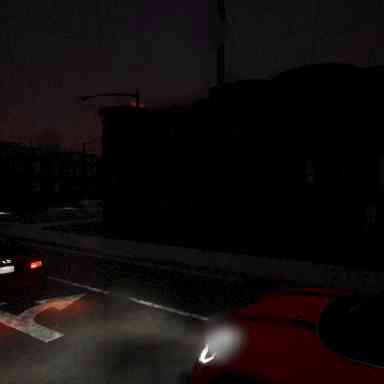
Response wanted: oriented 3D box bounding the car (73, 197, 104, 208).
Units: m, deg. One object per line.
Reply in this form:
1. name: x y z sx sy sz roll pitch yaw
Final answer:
1. car: -14.964 1.526 48.127 1.812 1.442 4.674 0 0 35

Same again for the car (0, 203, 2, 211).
1. car: -20.925 1.547 39.837 2.033 1.411 5.357 0 0 36

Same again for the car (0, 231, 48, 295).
1. car: -5.566 1.547 7.940 5.357 1.411 2.033 0 0 38

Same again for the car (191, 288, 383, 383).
1. car: 2.183 1.352 2.440 4.553 1.767 2.097 0 0 36

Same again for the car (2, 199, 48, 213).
1. car: -18.412 1.564 37.327 1.994 1.385 4.181 0 0 36
